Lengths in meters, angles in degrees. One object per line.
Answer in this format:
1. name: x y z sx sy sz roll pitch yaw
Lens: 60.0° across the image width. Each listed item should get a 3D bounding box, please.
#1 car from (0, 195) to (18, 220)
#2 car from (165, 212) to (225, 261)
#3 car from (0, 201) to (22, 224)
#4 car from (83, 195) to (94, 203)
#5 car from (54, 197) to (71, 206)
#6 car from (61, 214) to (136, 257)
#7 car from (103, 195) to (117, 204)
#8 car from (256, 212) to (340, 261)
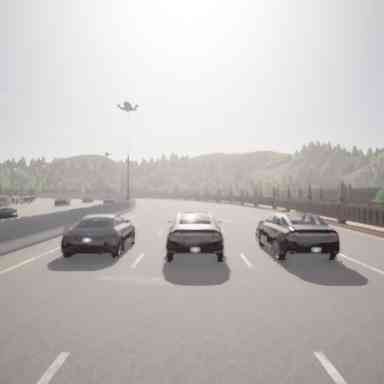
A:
1. car: -10.604 1.177 15.651 2.150 2.045 5.566 0 0 0
2. car: 0.097 1.458 12.076 2.128 1.511 4.902 0 0 0
3. car: -14.122 1.440 23.354 1.837 1.490 4.892 0 0 0
4. car: -20.043 1.301 64.214 1.882 1.535 5.008 0 0 -19
5. car: -19.775 1.461 50.939 1.895 1.301 4.718 0 0 -12
6. car: -3.402 1.529 12.782 1.994 1.385 4.181 0 0 0
7. car: -13.910 1.349 56.246 1.837 1.490 4.892 0 0 -14
8. car: 3.598 1.459 12.047 2.128 1.511 4.902 0 0 0
